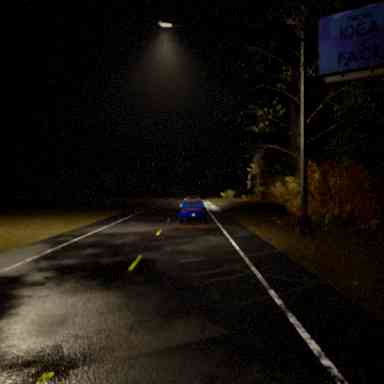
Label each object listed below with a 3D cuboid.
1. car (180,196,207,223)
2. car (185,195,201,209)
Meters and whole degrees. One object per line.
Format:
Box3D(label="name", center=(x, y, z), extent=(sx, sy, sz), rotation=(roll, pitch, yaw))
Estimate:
Box3D(label="car", center=(0.106, 1.331, 24.353), extent=(1.882, 1.535, 5.008), rotation=(0, 1, 0))
Box3D(label="car", center=(0.111, 1.224, 42.046), extent=(1.882, 1.535, 5.008), rotation=(0, 1, 0))
